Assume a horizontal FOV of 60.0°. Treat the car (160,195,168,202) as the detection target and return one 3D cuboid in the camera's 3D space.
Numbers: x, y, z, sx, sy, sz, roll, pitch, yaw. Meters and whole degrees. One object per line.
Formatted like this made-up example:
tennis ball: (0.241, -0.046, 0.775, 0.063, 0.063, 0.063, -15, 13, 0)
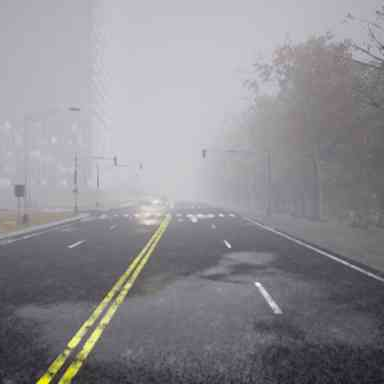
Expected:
car: (-6.434, 1.494, 77.578, 1.837, 1.490, 4.892, 0, 0, -5)
